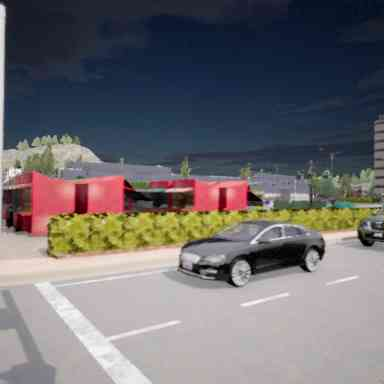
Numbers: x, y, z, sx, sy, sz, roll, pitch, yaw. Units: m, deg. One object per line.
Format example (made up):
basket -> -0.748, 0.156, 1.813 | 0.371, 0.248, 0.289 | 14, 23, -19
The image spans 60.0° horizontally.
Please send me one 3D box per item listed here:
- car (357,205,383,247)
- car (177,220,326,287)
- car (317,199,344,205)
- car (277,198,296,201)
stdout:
car -> 9.954, 1.471, 15.386 | 5.566, 2.045, 2.150 | 1, -1, -36
car -> 1.887, 1.588, 9.638 | 4.902, 1.511, 2.128 | 1, -1, -35
car -> 19.051, 1.894, 48.510 | 1.932, 1.855, 4.605 | 1, -1, -35
car -> 19.620, 2.330, 67.428 | 1.970, 1.475, 3.806 | 1, -1, -35
